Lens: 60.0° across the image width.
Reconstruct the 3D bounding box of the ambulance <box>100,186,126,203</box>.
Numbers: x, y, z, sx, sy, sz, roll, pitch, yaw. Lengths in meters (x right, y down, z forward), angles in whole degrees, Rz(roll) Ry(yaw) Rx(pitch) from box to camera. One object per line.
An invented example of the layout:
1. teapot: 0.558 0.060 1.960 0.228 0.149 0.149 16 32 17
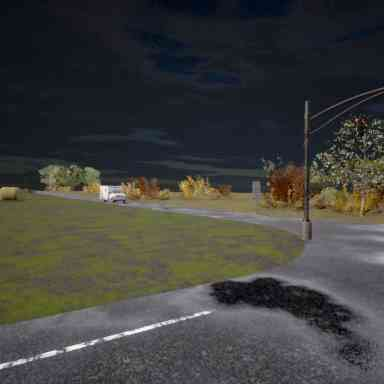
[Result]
1. ambulance: -11.882 0.341 50.062 2.351 2.431 6.366 2 0 -32
